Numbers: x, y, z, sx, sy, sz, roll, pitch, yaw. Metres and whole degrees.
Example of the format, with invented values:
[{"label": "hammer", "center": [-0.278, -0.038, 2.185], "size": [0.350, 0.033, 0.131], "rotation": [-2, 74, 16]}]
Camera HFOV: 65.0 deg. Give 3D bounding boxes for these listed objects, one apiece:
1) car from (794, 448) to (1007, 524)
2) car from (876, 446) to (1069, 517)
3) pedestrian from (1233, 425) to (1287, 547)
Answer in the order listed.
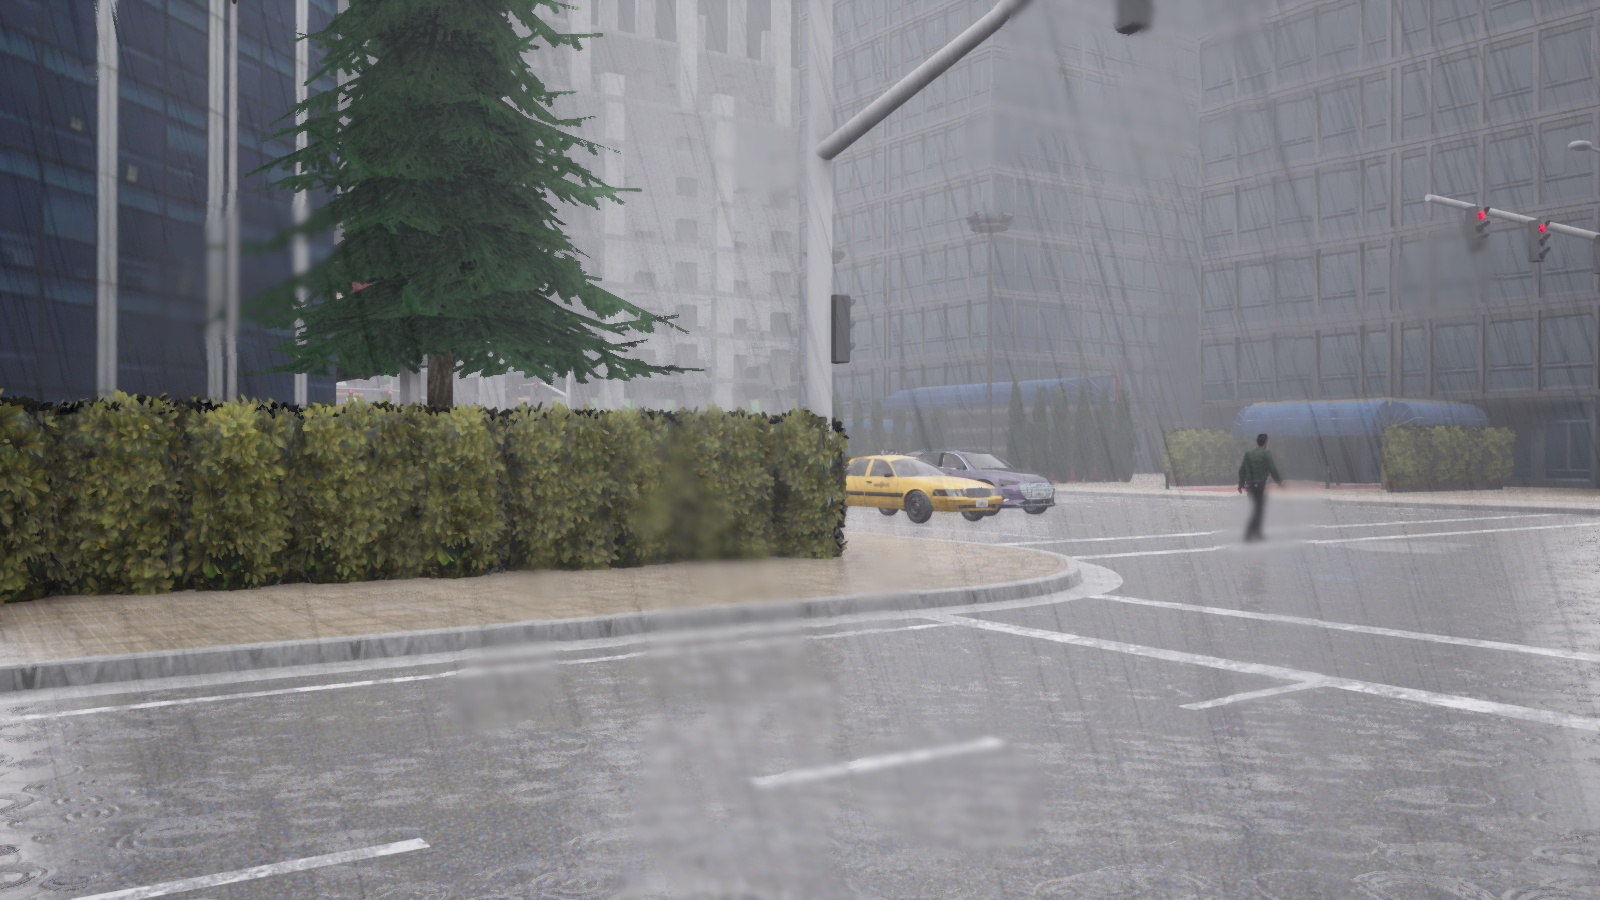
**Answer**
[{"label": "car", "center": [2.141, 0.749, 28.553], "size": [1.801, 1.575, 5.366], "rotation": [0, 0, -35]}, {"label": "car", "center": [4.245, 0.743, 31.635], "size": [2.033, 1.649, 4.856], "rotation": [0, 0, -35]}, {"label": "pedestrian", "center": [7.475, 0.575, 20.410], "size": [0.788, 1.949, 0.423], "rotation": [0, 0, -32]}]
